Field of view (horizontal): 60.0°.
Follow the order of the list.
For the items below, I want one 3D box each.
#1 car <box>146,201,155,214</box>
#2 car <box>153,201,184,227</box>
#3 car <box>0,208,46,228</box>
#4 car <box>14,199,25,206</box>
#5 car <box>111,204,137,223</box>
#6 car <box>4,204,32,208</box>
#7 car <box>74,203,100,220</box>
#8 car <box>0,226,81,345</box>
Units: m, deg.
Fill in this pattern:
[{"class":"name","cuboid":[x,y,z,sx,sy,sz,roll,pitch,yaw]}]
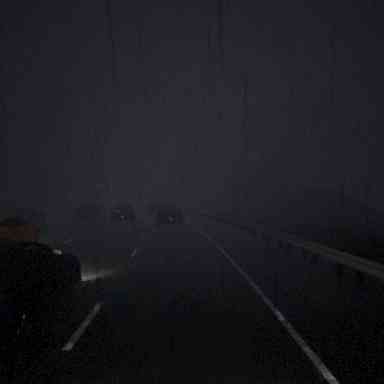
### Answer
[{"class":"car","cuboid":[-4.670,1.856,41.304,1.882,1.535,5.008,0,-1,-12]},{"class":"car","cuboid":[-1.763,1.706,25.067,1.882,1.535,5.008,0,0,-8]},{"class":"car","cuboid":[-7.511,1.608,12.933,1.882,1.535,5.008,0,-1,-4]},{"class":"car","cuboid":[-35.863,2.207,69.290,1.812,1.442,4.674,0,-1,-23]},{"class":"car","cuboid":[-5.765,1.756,28.299,2.128,1.511,4.902,0,-1,-8]},{"class":"car","cuboid":[-12.270,1.805,24.426,1.994,1.385,4.181,0,-1,-8]},{"class":"car","cuboid":[-9.841,1.778,31.501,1.882,1.535,5.008,0,-1,-10]},{"class":"car","cuboid":[-3.647,1.629,6.464,1.994,1.385,4.181,0,-1,-2]}]
